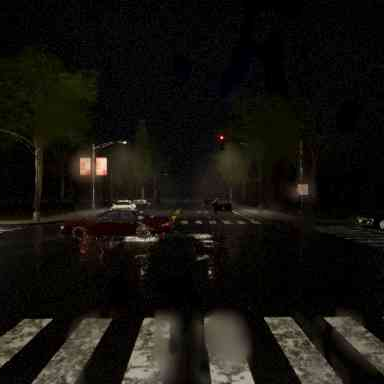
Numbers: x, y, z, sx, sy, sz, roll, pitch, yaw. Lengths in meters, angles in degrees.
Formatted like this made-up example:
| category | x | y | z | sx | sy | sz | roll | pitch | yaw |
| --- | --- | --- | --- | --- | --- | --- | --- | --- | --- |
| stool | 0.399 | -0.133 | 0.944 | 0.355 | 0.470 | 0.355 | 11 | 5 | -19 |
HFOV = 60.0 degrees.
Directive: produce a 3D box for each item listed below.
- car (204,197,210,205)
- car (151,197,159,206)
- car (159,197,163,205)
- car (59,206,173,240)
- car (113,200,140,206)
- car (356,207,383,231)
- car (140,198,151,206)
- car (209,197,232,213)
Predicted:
| category | x | y | z | sx | sy | sz | roll | pitch | yaw |
| --- | --- | --- | --- | --- | --- | --- | --- | --- | --- |
| car | 3.300 | 1.670 | 62.762 | 1.812 | 1.442 | 4.674 | 0 | 0 | 0 |
| car | -6.628 | 1.618 | 51.592 | 1.812 | 1.442 | 4.674 | 0 | 0 | 0 |
| car | -6.585 | 1.694 | 63.337 | 2.033 | 1.411 | 5.357 | 0 | 0 | 1 |
| car | -3.604 | 1.550 | 16.401 | 5.357 | 1.411 | 2.033 | 0 | 0 | 0 |
| car | -6.616 | 1.553 | 32.404 | 1.812 | 1.442 | 4.674 | 0 | 0 | 0 |
| car | 12.396 | 1.465 | 19.780 | 4.892 | 1.490 | 1.837 | 0 | 0 | -1 |
| car | -6.622 | 1.650 | 41.415 | 1.895 | 1.301 | 4.718 | 0 | 0 | 0 |
| car | 3.259 | 1.512 | 36.718 | 1.882 | 1.535 | 5.008 | 0 | 0 | 1 |
